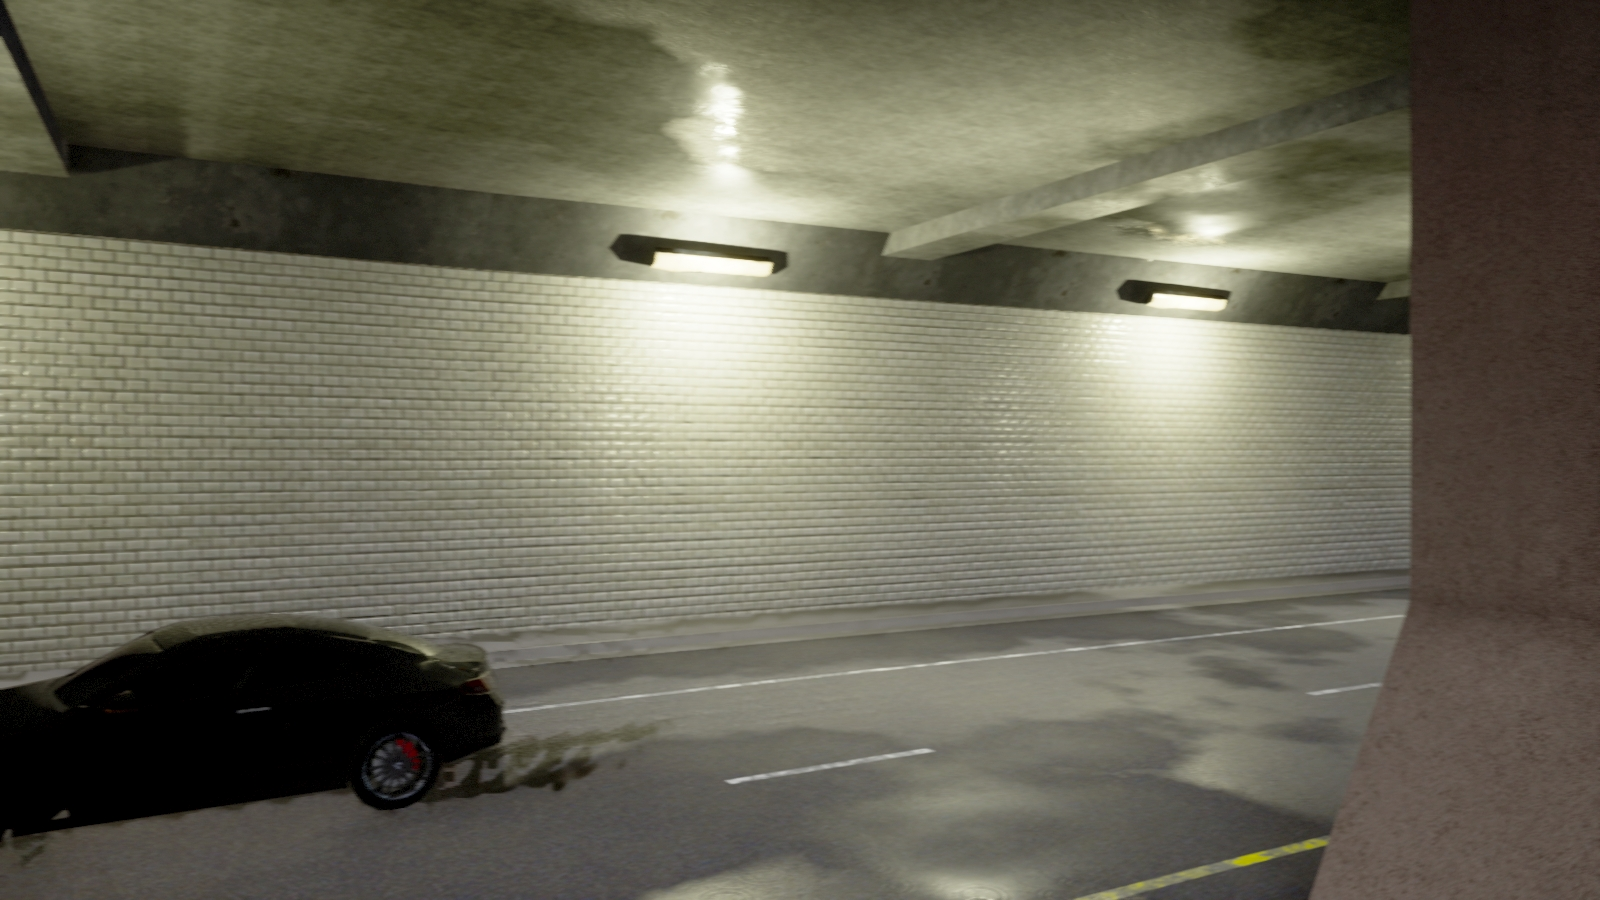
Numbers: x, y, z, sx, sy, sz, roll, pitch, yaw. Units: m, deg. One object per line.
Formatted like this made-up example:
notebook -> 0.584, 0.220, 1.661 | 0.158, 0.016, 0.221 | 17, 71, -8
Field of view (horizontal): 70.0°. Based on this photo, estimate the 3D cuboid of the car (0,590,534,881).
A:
car -> -4.689, 2.076, 8.935 | 4.674, 1.442, 2.002 | 0, 0, -33
